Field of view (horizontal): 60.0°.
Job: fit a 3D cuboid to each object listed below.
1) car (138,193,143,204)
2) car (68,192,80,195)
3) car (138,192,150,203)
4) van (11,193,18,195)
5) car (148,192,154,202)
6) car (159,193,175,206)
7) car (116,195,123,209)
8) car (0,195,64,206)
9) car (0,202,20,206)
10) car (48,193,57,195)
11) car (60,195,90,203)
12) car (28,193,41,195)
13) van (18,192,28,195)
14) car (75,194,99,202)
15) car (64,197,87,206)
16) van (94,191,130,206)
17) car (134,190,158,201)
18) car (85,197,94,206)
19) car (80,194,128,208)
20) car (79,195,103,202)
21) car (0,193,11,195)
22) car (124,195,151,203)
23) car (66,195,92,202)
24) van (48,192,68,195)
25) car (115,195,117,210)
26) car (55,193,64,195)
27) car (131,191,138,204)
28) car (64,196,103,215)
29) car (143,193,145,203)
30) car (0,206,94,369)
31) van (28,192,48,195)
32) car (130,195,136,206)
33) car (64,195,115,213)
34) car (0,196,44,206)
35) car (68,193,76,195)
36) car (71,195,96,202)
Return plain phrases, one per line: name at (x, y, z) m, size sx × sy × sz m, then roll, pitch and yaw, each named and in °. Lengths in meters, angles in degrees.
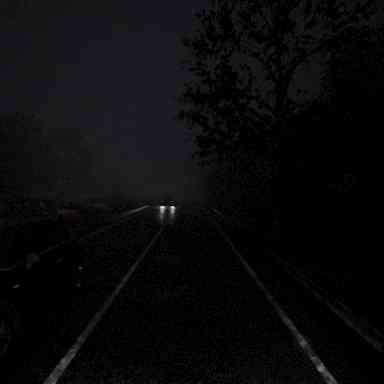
car at (-10.415, 1.269, 49.956) m, size 4.892 × 1.521 × 2.231 m, roll 0°, pitch 0°, yaw 0°
car at (-23.552, 1.070, 61.055) m, size 5.566 × 2.045 × 2.435 m, roll 0°, pitch 0°, yaw 0°
car at (-10.247, 1.282, 55.377) m, size 5.366 × 1.575 × 1.946 m, roll 0°, pitch 0°, yaw 0°
van at (-23.361, 1.060, 38.902) m, size 4.442 × 1.987 × 1.878 m, roll 0°, pitch 0°, yaw 0°
car at (-10.258, 1.316, 61.050) m, size 5.366 × 1.575 × 1.946 m, roll 0°, pitch 0°, yaw 0°
car at (-3.536, 1.293, 49.509) m, size 1.837 × 1.490 × 4.892 m, roll 0°, pitch -1°, yaw 0°
car at (-10.362, 1.321, 36.075) m, size 4.792 × 1.488 × 2.163 m, roll 0°, pitch 0°, yaw 0°
car at (-10.326, 1.204, 19.417) m, size 4.553 × 1.767 × 2.185 m, roll 0°, pitch 0°, yaw 0°
car at (-10.340, 1.342, 13.865) m, size 5.008 × 1.535 × 2.097 m, roll 0°, pitch 0°, yaw 0°
car at (-23.530, 1.299, 49.980) m, size 4.792 × 1.488 × 2.163 m, roll 0°, pitch 0°, yaw 0°
car at (-23.350, 1.354, 66.593) m, size 5.366 × 1.575 × 1.946 m, roll 0°, pitch 0°, yaw 0°
car at (-23.494, 1.273, 44.442) m, size 5.008 × 1.535 × 2.097 m, roll 0°, pitch 0°, yaw 0°
van at (-23.600, 1.054, 41.671) m, size 4.442 × 1.987 × 1.878 m, roll 0°, pitch 0°, yaw 0°
car at (-23.584, 1.283, 74.779) m, size 4.553 × 1.767 × 2.185 m, roll 0°, pitch 0°, yaw 0°
car at (-10.177, 1.320, 22.194) m, size 5.366 × 1.575 × 1.946 m, roll 0°, pitch 0°, yaw 0°
van at (-10.520, 1.053, 41.626) m, size 4.442 × 1.987 × 1.878 m, roll 0°, pitch 0°, yaw 0°
car at (-10.490, 1.121, 69.379) m, size 5.566 × 2.045 × 2.435 m, roll 0°, pitch 0°, yaw 0°
car at (-10.362, 1.318, 24.970) m, size 4.892 × 1.521 × 2.231 m, roll 0°, pitch 0°, yaw 0°
car at (-10.368, 1.314, 38.851) m, size 4.792 × 1.488 × 2.163 m, roll 0°, pitch 0°, yaw 0°
car at (-23.553, 1.427, 77.550) m, size 5.008 × 1.535 × 2.097 m, roll 0°, pitch 0°, yaw 0°
car at (-23.444, 1.041, 36.132) m, size 5.566 × 2.045 × 2.435 m, roll 0°, pitch 0°, yaw 0°
car at (-10.456, 1.338, 63.825) m, size 4.892 × 1.521 × 2.231 m, roll 0°, pitch 0°, yaw 0°
car at (-23.538, 1.414, 69.363) m, size 4.674 × 1.452 × 2.002 m, roll 0°, pitch 0°, yaw 0°
van at (-23.629, 1.061, 55.391) m, size 4.442 × 1.987 × 1.878 m, roll 0°, pitch 0°, yaw 0°
car at (-10.357, 1.327, 33.298) m, size 4.792 × 1.488 × 2.163 m, roll 0°, pitch 0°, yaw 0°
car at (-23.535, 1.305, 52.619) m, size 4.792 × 1.488 × 2.163 m, roll 0°, pitch 0°, yaw 0°
car at (-10.446, 1.143, 47.176) m, size 4.553 × 1.767 × 2.185 m, roll 0°, pitch 0°, yaw 0°
car at (-10.381, 1.311, 27.746) m, size 4.892 × 1.521 × 2.231 m, roll 0°, pitch 0°, yaw 0°
car at (-10.612, 1.271, 52.723) m, size 5.366 × 1.575 × 1.946 m, roll 0°, pitch 0°, yaw 0°
car at (-3.368, 1.288, 5.421) m, size 2.097 × 1.767 × 4.553 m, roll 0°, pitch 1°, yaw 0°
van at (-23.387, 1.044, 47.228) m, size 4.442 × 1.987 × 1.878 m, roll 0°, pitch 0°, yaw 0°
car at (-10.439, 1.302, 44.403) m, size 4.792 × 1.488 × 2.163 m, roll 0°, pitch 0°, yaw 0°
car at (-10.195, 1.301, 30.522) m, size 5.366 × 1.575 × 1.946 m, roll 0°, pitch 0°, yaw 0°
car at (-10.320, 1.210, 16.641) m, size 4.553 × 1.767 × 2.185 m, roll 0°, pitch 0°, yaw 0°
car at (-23.490, 1.333, 58.284) m, size 4.792 × 1.488 × 2.163 m, roll 0°, pitch 0°, yaw 0°
car at (-23.517, 1.422, 72.133) m, size 4.792 × 1.488 × 2.163 m, roll 0°, pitch 0°, yaw 0°
